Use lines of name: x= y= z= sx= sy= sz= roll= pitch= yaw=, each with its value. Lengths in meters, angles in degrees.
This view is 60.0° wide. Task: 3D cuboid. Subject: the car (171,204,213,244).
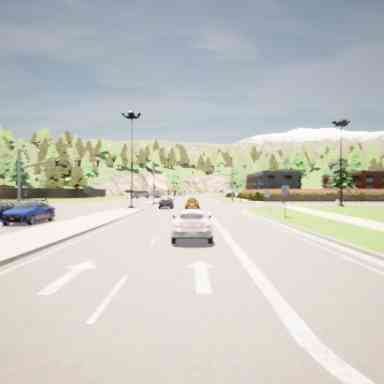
car: x=-0.003 y=1.511 z=15.673 sx=1.812 sy=1.442 sz=4.674 roll=0 pitch=0 yaw=0

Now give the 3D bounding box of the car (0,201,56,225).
car: x=-11.527 y=1.454 z=23.816 sx=1.882 sy=1.535 sz=5.008 roll=0 pitch=0 yaw=1

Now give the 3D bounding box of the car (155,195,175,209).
car: x=-3.461 y=1.448 z=45.754 sx=2.128 sy=1.511 sz=4.902 roll=0 pitch=0 yaw=0

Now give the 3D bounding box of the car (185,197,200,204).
car: x=0.043 y=1.433 z=46.504 sx=1.882 sy=1.535 sz=5.008 roll=0 pitch=0 yaw=0
